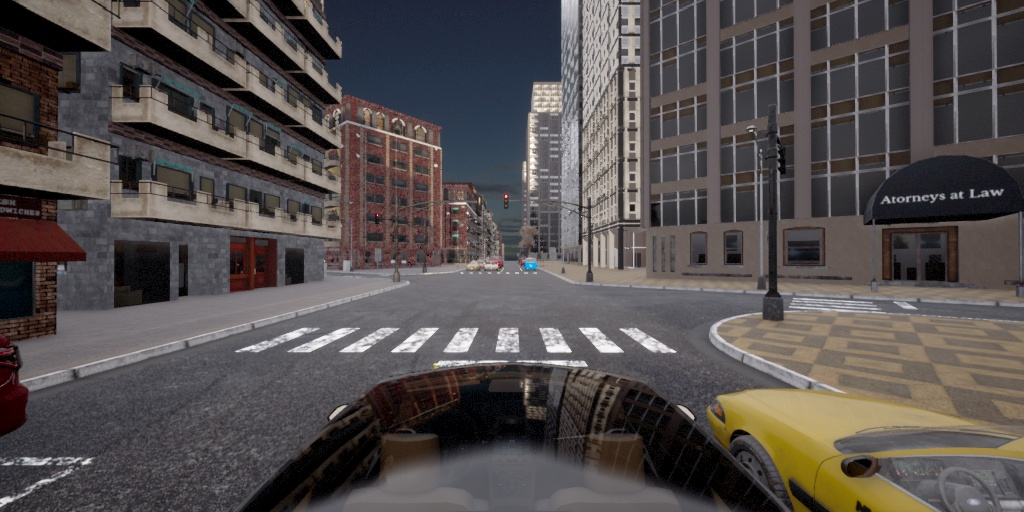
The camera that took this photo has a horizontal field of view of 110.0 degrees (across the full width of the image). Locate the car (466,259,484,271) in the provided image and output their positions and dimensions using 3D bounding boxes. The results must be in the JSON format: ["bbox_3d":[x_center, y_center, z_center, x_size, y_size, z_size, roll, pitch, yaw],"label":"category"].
[{"bbox_3d":[-5.329,1.321,49.895,1.751,1.417,4.829,0,0,0],"label":"car"}]

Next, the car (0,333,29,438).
[{"bbox_3d":[-5.314,1.065,1.065,2.192,1.841,5.009,0,0,0],"label":"car"}]

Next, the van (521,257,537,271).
[{"bbox_3d":[2.552,1.136,50.067,1.690,1.789,3.998,0,0,0],"label":"van"}]

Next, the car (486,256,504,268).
[{"bbox_3d":[-2.848,1.038,59.686,2.150,2.045,5.566,0,0,0],"label":"car"}]

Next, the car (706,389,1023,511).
[{"bbox_3d":[2.566,1.275,1.244,1.751,1.417,4.829,0,0,0],"label":"car"}]

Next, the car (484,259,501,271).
[{"bbox_3d":[-2.862,1.397,50.179,1.895,1.301,4.718,0,0,-2],"label":"car"}]
